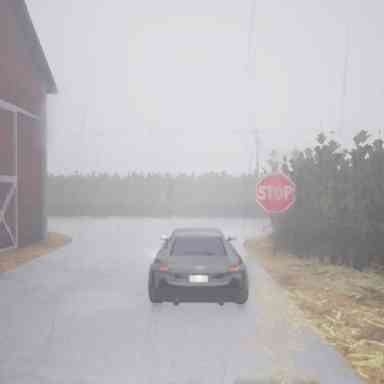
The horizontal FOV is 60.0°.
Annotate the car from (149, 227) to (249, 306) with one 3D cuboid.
[{"bbox_3d":[0.149,1.534,8.058,1.994,1.385,4.181,0,0,1],"label":"car"}]
